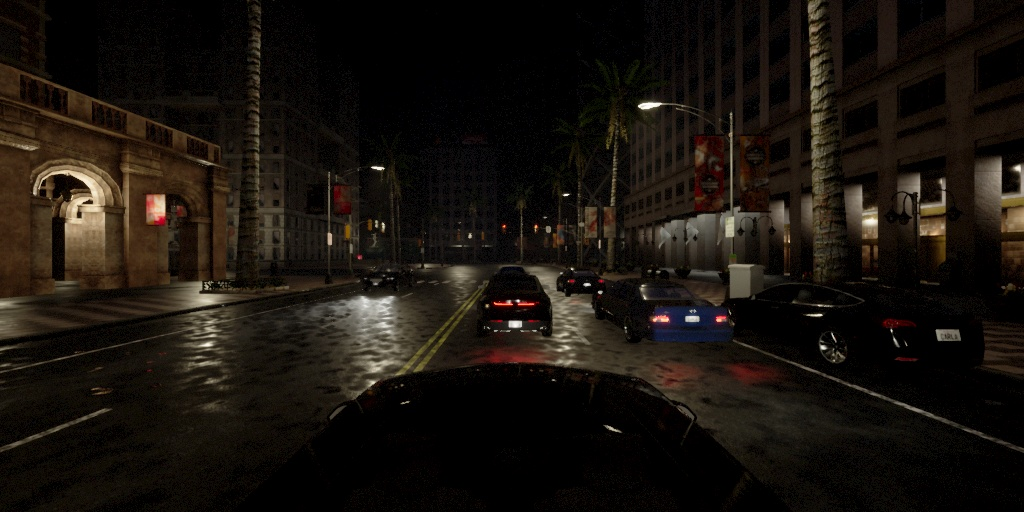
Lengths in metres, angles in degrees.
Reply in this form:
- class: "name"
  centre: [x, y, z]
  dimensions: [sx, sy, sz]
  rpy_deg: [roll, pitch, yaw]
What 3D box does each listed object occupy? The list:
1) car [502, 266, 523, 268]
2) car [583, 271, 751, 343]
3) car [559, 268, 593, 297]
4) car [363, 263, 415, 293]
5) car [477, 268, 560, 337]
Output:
- class: "car"
  centre: [0.016, 1.276, 19.275]
  dimensions: [1.812, 1.442, 4.674]
  rpy_deg: [0, 0, -2]
- class: "car"
  centre: [3.563, 1.297, 9.628]
  dimensions: [2.033, 1.411, 5.357]
  rpy_deg: [0, 0, 0]
- class: "car"
  centre: [3.519, 1.314, 18.871]
  dimensions: [1.994, 1.385, 4.181]
  rpy_deg: [0, 0, 0]
- class: "car"
  centre: [-7.095, 1.190, 21.098]
  dimensions: [2.128, 1.511, 4.902]
  rpy_deg: [0, 0, 0]
- class: "car"
  centre: [0.053, 1.254, 10.328]
  dimensions: [1.837, 1.490, 4.892]
  rpy_deg: [0, 0, -1]
